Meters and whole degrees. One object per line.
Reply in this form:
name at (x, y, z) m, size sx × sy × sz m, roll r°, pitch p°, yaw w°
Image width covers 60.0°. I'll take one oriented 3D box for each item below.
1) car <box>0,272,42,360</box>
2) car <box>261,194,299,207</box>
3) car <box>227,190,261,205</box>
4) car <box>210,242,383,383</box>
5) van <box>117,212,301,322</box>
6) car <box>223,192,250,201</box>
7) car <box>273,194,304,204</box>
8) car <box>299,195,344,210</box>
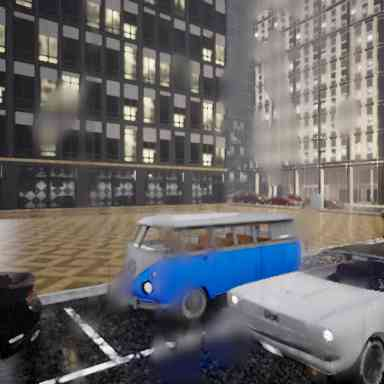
car at (-4.064, 1.551, 3.660) m, size 4.403 × 1.369 × 2.008 m, roll 0°, pitch 0°, yaw -36°
car at (10.870, 1.095, 40.152) m, size 1.802 × 1.307 × 4.206 m, roll 1°, pitch 0°, yaw -36°
car at (7.627, 0.721, 44.680) m, size 2.192 × 1.841 × 5.009 m, roll 1°, pitch 0°, yaw -36°
car at (2.763, 1.599, 5.341) m, size 4.718 × 1.301 × 1.895 m, roll 0°, pitch 0°, yaw -35°
van at (0.533, 1.339, 6.943) m, size 3.998 × 1.788 × 1.690 m, roll 0°, pitch 0°, yaw -36°
car at (7.793, 0.698, 58.817) m, size 1.752 × 1.417 × 4.829 m, roll 1°, pitch 0°, yaw -36°
car at (14.393, 0.973, 49.617) m, size 1.802 × 1.307 × 4.206 m, roll 1°, pitch 0°, yaw -36°
car at (14.124, 1.061, 35.623) m, size 1.967 × 1.590 × 4.097 m, roll 1°, pitch 0°, yaw -36°
